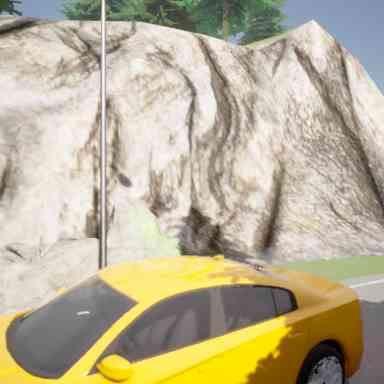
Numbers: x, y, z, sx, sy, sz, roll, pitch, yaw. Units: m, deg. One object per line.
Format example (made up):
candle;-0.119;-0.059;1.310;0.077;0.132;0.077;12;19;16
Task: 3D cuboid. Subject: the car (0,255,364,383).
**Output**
car;-0.405;1.477;3.323;5.008;1.535;1.882;0;0;-31
